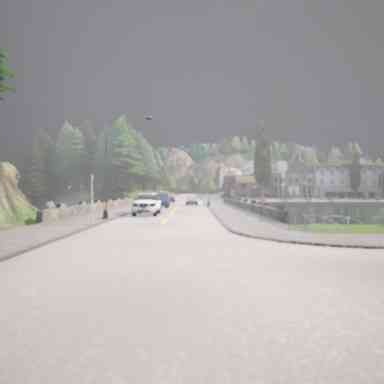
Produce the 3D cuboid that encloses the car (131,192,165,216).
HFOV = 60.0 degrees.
[{"bbox_3d":[-4.101,1.094,30.684,2.150,2.045,5.566,0,0,0],"label":"car"}]

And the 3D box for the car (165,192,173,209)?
[{"bbox_3d":[-4.086,1.046,43.107,2.150,2.045,5.566,0,0,0],"label":"car"}]

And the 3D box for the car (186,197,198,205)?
[{"bbox_3d":[-0.021,1.388,51.458,1.895,1.301,4.718,0,0,0],"label":"car"}]

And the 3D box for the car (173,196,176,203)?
[{"bbox_3d":[-4.032,1.350,60.454,1.895,1.301,4.718,0,0,0],"label":"car"}]
